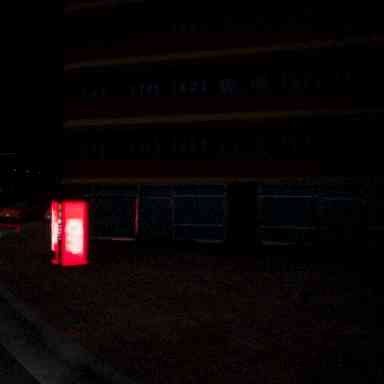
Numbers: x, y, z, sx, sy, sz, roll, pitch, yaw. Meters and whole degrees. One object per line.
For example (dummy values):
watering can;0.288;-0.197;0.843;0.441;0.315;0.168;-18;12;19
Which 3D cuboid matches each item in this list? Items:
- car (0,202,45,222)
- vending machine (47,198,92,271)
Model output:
car;-13.839;1.587;27.354;1.882;1.535;5.008;0;-1;-1
vending machine;-3.777;1.244;10.273;1.100;2.100;0.880;0;0;-35
